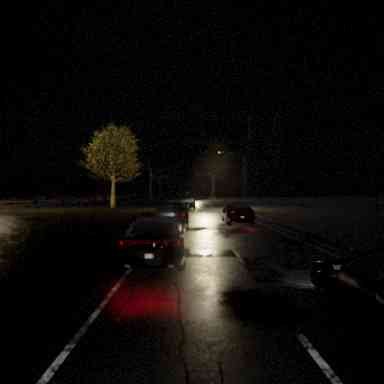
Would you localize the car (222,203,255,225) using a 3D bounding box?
[{"bbox_3d":[3.390,1.550,24.886,1.882,1.535,5.008,0,0,-1],"label":"car"}]

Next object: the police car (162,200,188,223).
[{"bbox_3d":[-1.282,1.504,27.229,1.930,1.638,5.238,0,0,0],"label":"police car"}]

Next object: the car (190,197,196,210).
[{"bbox_3d":[-0.389,1.672,46.351,2.033,1.411,5.357,0,0,0],"label":"car"}]

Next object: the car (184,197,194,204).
[{"bbox_3d":[-0.579,1.739,67.304,1.994,1.385,4.181,0,0,0],"label":"car"}]

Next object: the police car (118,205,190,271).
[{"bbox_3d":[-1.142,1.466,11.229,1.930,1.638,5.238,0,0,0],"label":"police car"}]

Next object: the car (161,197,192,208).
[{"bbox_3d":[-1.229,1.415,21.089,2.097,1.767,4.553,0,0,0],"label":"car"}]

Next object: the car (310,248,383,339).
[{"bbox_3d":[3.561,1.567,4.981,2.033,1.411,5.357,0,0,0],"label":"car"}]
